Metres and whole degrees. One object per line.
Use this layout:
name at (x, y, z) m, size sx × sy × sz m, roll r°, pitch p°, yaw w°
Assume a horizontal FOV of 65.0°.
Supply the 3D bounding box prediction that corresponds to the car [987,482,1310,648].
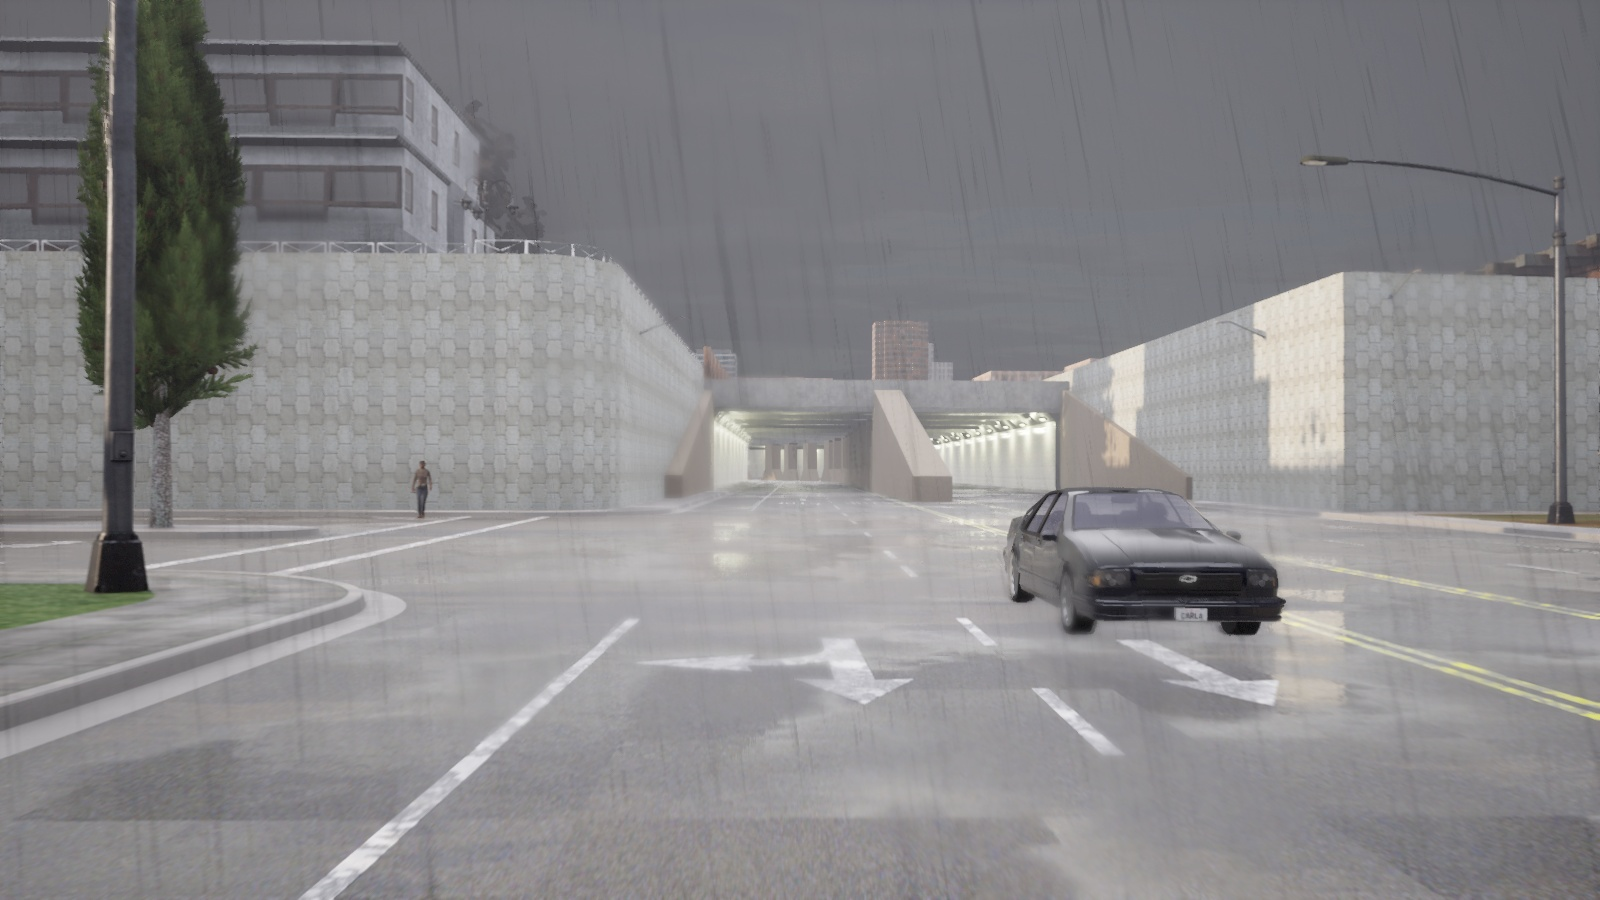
car at (3.467, 1.078, 13.747) m, size 2.033 × 1.411 × 5.357 m, roll 0°, pitch -1°, yaw 0°

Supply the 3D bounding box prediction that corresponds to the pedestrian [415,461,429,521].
pedestrian at (-11.637, 1.256, 38.699) m, size 0.328 × 1.805 × 0.869 m, roll 0°, pitch -1°, yaw -12°
